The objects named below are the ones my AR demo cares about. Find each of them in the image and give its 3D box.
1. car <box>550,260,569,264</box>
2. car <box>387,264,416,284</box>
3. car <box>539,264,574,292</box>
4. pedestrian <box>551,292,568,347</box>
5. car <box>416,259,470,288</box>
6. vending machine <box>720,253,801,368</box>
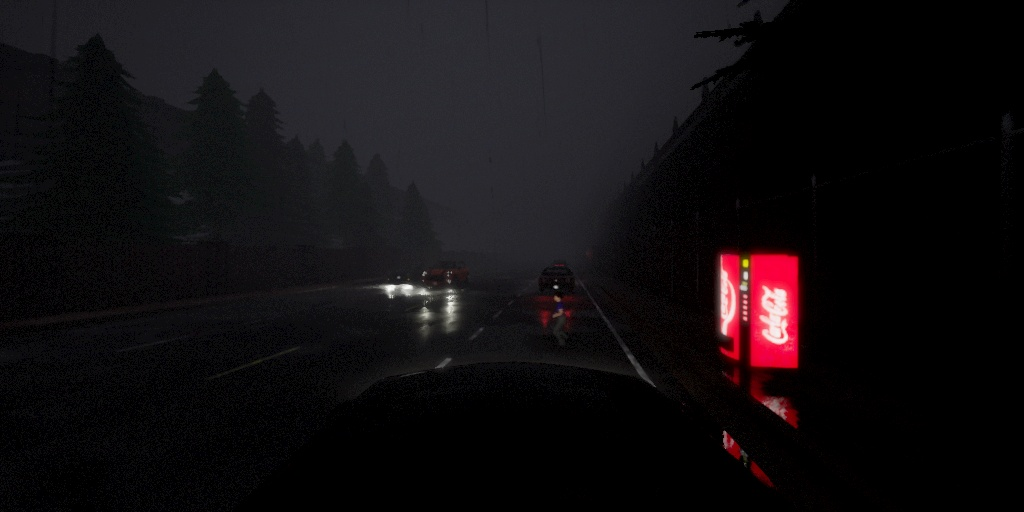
[{"bbox_3d":[5.460,1.187,40.941,1.837,1.490,4.892,0,0,8],"label":"car"},{"bbox_3d":[-7.416,1.271,26.278,1.994,1.385,4.181,0,0,8],"label":"car"},{"bbox_3d":[2.630,1.317,20.937,1.895,1.301,4.718,0,0,8],"label":"car"},{"bbox_3d":[1.107,1.313,7.882,0.375,1.300,0.375,0,0,8],"label":"pedestrian"},{"bbox_3d":[-4.266,1.064,23.562,2.097,1.767,4.553,0,0,8],"label":"car"},{"bbox_3d":[4.413,0.937,6.465,1.100,2.100,0.880,0,0,8],"label":"vending machine"}]
